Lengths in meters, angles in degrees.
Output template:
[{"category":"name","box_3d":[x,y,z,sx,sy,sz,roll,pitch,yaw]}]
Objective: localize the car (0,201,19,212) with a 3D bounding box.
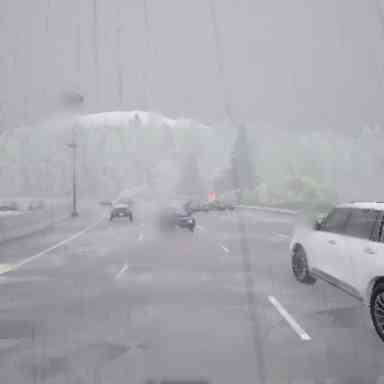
[{"category":"car","box_3d":[-25.098,1.918,45.575,1.994,1.385,4.181,-1,0,-18]}]

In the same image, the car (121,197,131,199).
[{"category":"car","box_3d":[-12.258,1.669,61.538,2.128,1.511,4.902,-1,0,-24]}]

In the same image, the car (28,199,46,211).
[{"category":"car","box_3d":[-21.884,1.801,46.987,2.128,1.511,4.902,-1,0,-18]}]

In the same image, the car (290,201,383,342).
[{"category":"car","box_3d":[3.746,1.170,6.319,2.150,2.045,5.566,0,0,-3]}]

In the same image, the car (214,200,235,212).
[{"category":"car","box_3d":[3.202,1.559,37.691,1.895,1.301,4.718,-1,0,-14]}]

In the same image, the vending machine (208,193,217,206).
[{"category":"vending machine","box_3d":[3.329,1.154,53.917,1.100,2.100,0.880,-1,0,-19]}]

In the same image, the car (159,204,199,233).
[{"category":"car","box_3d":[-1.008,1.617,19.730,1.895,1.301,4.718,-1,0,-7]}]

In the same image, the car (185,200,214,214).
[{"category":"car","box_3d":[0.276,1.547,35.604,2.033,1.411,5.357,-1,0,-15]}]

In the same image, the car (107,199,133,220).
[{"category":"car","box_3d":[-6.082,1.613,28.852,1.812,1.442,4.674,-1,0,-11]}]

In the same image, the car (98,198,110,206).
[{"category":"car","box_3d":[-16.024,1.794,61.254,1.994,1.385,4.181,-1,0,-23]}]
